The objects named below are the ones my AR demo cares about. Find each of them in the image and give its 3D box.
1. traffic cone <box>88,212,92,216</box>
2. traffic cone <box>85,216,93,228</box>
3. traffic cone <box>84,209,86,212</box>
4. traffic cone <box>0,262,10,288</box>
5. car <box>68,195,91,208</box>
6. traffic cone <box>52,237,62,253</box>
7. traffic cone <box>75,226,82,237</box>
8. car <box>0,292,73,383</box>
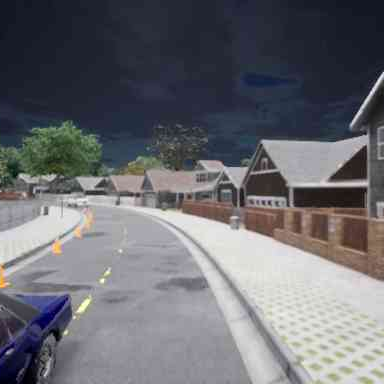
[{"bbox_3d":[-8.331,2.154,27.497,0.340,0.580,0.340,0,0,-16],"label":"traffic cone"},{"bbox_3d":[-7.113,2.141,22.768,0.340,0.580,0.340,0,0,-13],"label":"traffic cone"},{"bbox_3d":[-11.424,2.178,36.759,0.340,0.580,0.340,0,0,-21],"label":"traffic cone"},{"bbox_3d":[-4.800,2.055,8.312,0.340,0.580,0.340,0,0,-5],"label":"traffic cone"},{"bbox_3d":[-18.230,1.496,53.656,2.150,2.045,5.566,0,0,-37],"label":"car"},{"bbox_3d":[-5.345,2.091,13.166,0.340,0.580,0.340,0,0,-8],"label":"traffic cone"},{"bbox_3d":[-6.117,2.120,17.987,0.340,0.580,0.340,0,0,-10],"label":"traffic cone"},{"bbox_3d":[-2.550,1.638,2.502,1.895,1.301,4.718,0,-1,-2],"label":"car"}]
